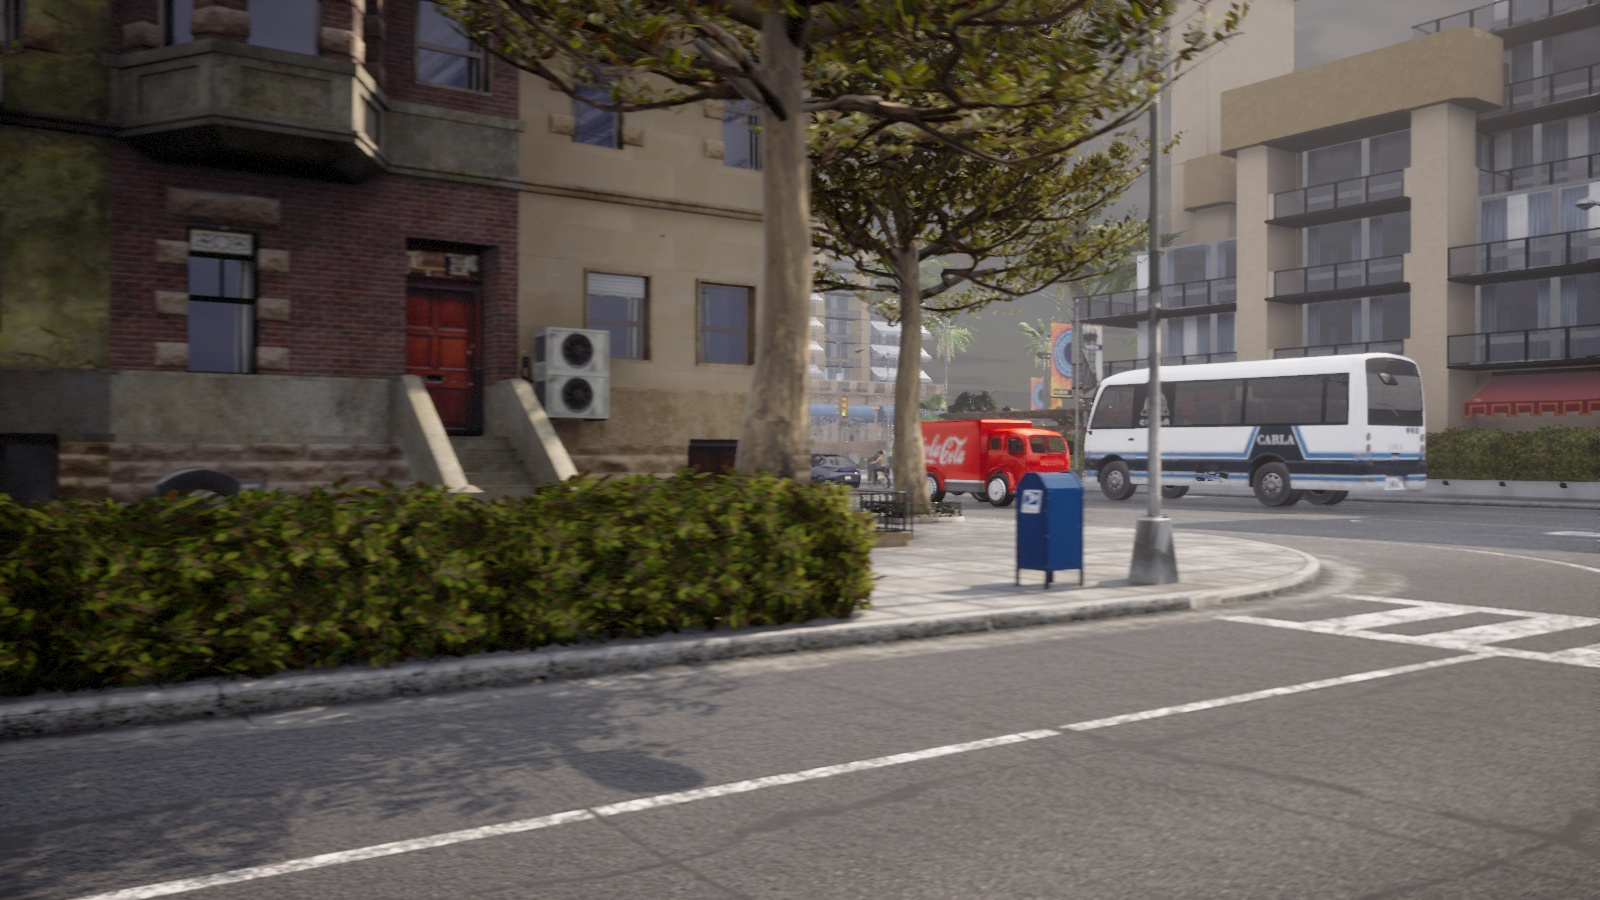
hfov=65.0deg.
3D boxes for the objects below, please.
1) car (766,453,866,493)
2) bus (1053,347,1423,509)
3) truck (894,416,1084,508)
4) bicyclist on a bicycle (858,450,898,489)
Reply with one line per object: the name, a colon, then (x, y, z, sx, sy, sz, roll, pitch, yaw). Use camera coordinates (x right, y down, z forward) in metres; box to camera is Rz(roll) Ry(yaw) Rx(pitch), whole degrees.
car: (0.588, 0.879, 49.666, 1.816, 1.474, 4.193, 0, 0, -35)
bus: (12.882, -0.565, 38.224, 3.944, 4.253, 10.273, 0, 0, -35)
truck: (5.421, 0.337, 36.668, 2.627, 2.467, 5.204, 0, 0, -35)
bicyclist on a bicycle: (3.227, 0.802, 51.984, 0.866, 1.612, 1.509, 0, 0, -35)
